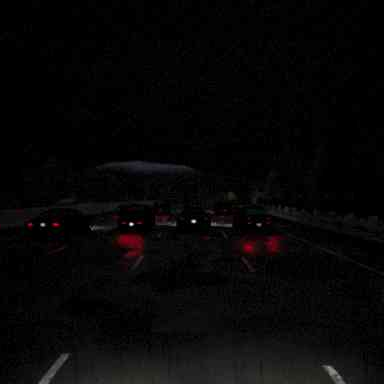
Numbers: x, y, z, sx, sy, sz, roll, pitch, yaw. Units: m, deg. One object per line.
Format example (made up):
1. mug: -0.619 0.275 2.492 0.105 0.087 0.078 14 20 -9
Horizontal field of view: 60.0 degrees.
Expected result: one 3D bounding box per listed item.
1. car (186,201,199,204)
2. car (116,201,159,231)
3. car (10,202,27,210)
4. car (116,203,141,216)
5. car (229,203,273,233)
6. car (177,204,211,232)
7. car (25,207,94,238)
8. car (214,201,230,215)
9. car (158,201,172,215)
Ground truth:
1. car: 0.098 1.792 38.287 2.128 1.511 4.902 0 -1 0
2. car: -3.400 1.574 21.087 1.837 1.490 4.892 0 0 0
3. car: -28.002 2.163 53.993 1.812 1.442 4.674 0 -1 0
4. car: -6.901 1.872 36.620 1.895 1.301 4.718 0 -1 0
5. car: 3.599 1.588 20.163 1.812 1.442 4.674 0 0 0
6. car: 0.099 1.628 20.402 1.994 1.385 4.181 0 0 0
7. car: -6.901 1.593 17.902 2.033 1.411 5.357 0 0 0
8. car: 3.599 1.792 38.286 2.128 1.511 4.902 0 -1 0
9. car: -3.402 1.792 38.291 2.128 1.511 4.902 0 -1 0
